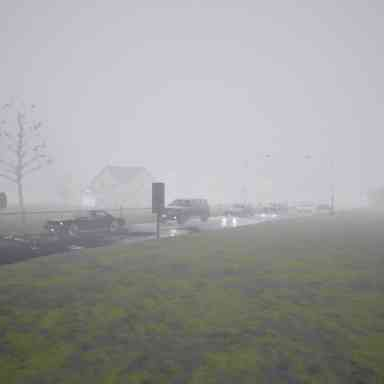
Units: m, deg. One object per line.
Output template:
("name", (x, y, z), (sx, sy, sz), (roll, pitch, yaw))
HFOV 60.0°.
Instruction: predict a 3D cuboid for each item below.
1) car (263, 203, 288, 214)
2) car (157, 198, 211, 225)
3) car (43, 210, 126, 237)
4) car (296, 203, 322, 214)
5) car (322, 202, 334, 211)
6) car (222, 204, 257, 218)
("car", (11.285, 2.196, 44.723), (1.895, 1.301, 4.718), (1, 0, 36))
("car", (-0.558, 1.543, 28.009), (2.150, 2.045, 5.566), (1, 0, 35))
("car", (-6.309, 1.785, 19.866), (1.895, 1.301, 4.718), (1, 0, 35))
("car", (16.339, 2.288, 46.860), (1.895, 1.301, 4.718), (1, 0, 35))
("car", (22.166, 2.380, 55.108), (1.994, 1.385, 4.181), (1, 0, 35))
("car", (5.354, 2.007, 36.383), (2.033, 1.411, 5.357), (1, 0, 35))
